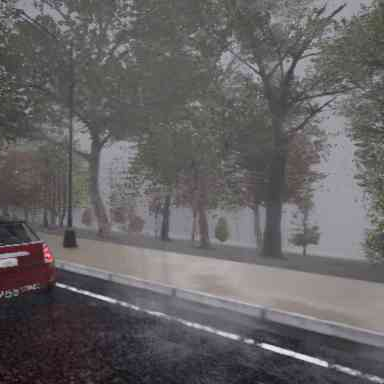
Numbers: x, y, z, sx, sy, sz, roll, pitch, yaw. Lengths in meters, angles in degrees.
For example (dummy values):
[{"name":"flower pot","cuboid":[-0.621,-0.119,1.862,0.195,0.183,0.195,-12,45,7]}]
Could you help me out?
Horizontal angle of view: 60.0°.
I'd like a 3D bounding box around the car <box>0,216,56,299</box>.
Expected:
[{"name":"car","cuboid":[-5.021,1.264,7.261,4.553,1.767,2.097,1,1,36]}]
